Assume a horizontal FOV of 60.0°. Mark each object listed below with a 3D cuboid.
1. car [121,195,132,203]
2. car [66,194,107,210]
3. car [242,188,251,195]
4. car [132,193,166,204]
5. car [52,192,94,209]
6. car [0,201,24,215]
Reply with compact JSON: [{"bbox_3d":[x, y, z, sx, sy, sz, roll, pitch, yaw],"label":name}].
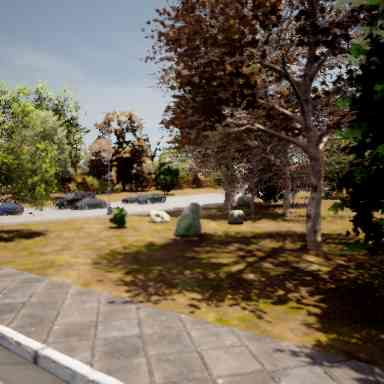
[{"bbox_3d":[-8.183,0.942,50.610,2.033,1.411,5.357,0,3,39],"label":"car"},{"bbox_3d":[-12.330,1.373,39.909,1.994,1.385,4.181,0,2,39],"label":"car"},{"bbox_3d":[11.271,-0.259,63.784,1.882,1.535,5.008,0,2,36],"label":"car"},{"bbox_3d":[-5.798,0.916,47.994,1.837,1.490,4.892,0,3,39],"label":"car"},{"bbox_3d":[-14.876,1.030,42.334,2.150,2.045,5.566,0,2,38],"label":"car"},{"bbox_3d":[-18.615,1.586,32.114,1.994,1.385,4.181,0,1,39],"label":"car"}]
